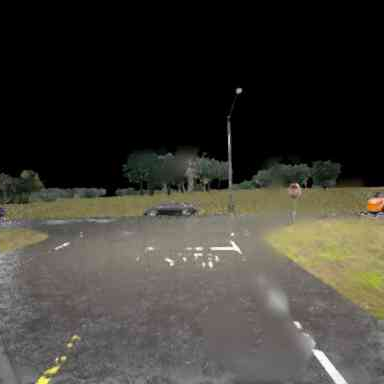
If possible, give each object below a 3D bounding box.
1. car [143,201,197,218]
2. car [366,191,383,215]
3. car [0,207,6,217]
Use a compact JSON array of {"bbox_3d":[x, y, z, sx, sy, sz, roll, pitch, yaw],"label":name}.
[{"bbox_3d":[-1.969,1.579,29.867,4.892,1.490,1.837,-1,0,-1],"label":"car"},{"bbox_3d":[14.744,0.726,23.162,4.553,1.767,2.097,-1,-2,-1],"label":"car"},{"bbox_3d":[-19.435,1.776,29.790,5.008,1.535,1.882,-1,-2,0],"label":"car"}]
